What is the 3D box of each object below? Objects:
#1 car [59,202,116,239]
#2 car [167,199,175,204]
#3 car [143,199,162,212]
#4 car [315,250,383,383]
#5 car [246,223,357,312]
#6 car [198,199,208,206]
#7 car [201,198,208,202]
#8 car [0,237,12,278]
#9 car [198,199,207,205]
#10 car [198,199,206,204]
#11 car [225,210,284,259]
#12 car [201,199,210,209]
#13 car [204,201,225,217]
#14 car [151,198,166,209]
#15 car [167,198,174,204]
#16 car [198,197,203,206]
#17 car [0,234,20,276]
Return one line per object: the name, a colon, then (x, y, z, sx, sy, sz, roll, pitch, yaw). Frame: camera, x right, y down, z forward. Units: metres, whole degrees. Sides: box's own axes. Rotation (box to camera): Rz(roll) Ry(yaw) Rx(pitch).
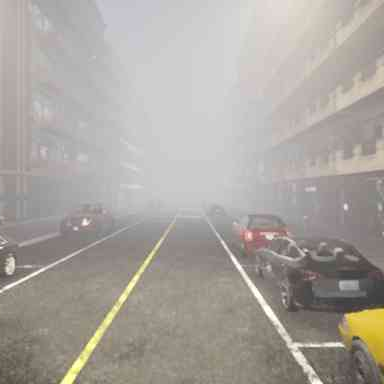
car: (-5.744, 1.517, 18.950, 2.192, 1.841, 5.009, -1, -1, 0)
car: (-5.895, 2.476, 86.167, 1.947, 1.339, 4.313, -1, -1, 0)
car: (-5.805, 2.046, 46.955, 2.008, 1.369, 4.403, -1, -1, 0)
car: (2.677, 1.549, 2.303, 1.752, 1.417, 4.829, -1, -1, 0)
car: (2.665, 1.646, 7.734, 1.947, 1.339, 4.313, -1, -1, 0)
car: (2.511, 2.336, 74.954, 2.008, 1.369, 4.403, -1, -1, 0)
car: (2.575, 2.017, 47.117, 1.752, 1.417, 4.829, -1, -1, 0)
car: (-2.999, 1.368, 1.275, 2.097, 1.767, 4.553, 0, -1, 0)
car: (2.498, 2.390, 80.556, 1.887, 1.381, 4.507, -1, -1, 0)
car: (2.485, 2.470, 86.157, 1.947, 1.339, 4.313, -1, -1, 0)
car: (2.650, 1.578, 13.337, 1.967, 1.590, 4.097, -1, -1, 0)
car: (2.588, 1.982, 41.345, 2.008, 1.369, 4.403, -1, -1, 0)
car: (2.601, 1.938, 35.742, 1.947, 1.339, 4.313, -1, -1, 0)
car: (-5.821, 1.869, 52.560, 2.192, 1.841, 5.009, -1, -1, 0)
car: (-5.909, 2.515, 91.769, 1.887, 1.381, 4.507, -1, -1, 0)
car: (2.548, 2.048, 58.151, 1.967, 1.590, 4.097, -1, -1, 0)
car: (-5.715, 1.636, 7.744, 2.008, 1.369, 4.403, -1, -1, 0)
